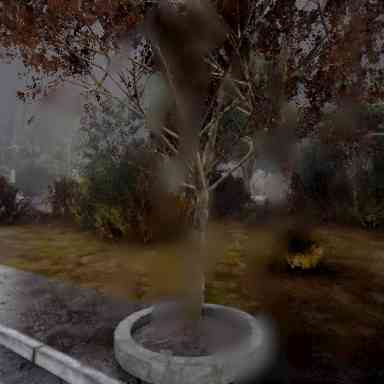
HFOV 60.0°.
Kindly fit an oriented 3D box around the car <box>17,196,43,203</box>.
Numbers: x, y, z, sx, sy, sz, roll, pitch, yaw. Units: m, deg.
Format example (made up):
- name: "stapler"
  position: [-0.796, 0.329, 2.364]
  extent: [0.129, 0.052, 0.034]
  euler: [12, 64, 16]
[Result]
- name: "car"
  position: [-22.051, 1.216, 44.885]
  extent: [2.033, 1.411, 5.357]
  euler: [1, 0, 32]
